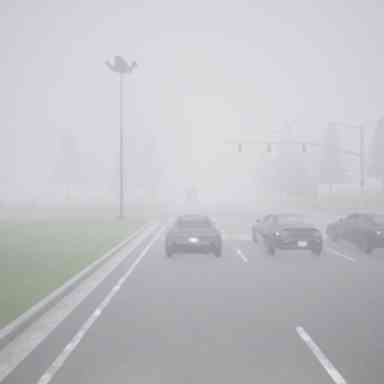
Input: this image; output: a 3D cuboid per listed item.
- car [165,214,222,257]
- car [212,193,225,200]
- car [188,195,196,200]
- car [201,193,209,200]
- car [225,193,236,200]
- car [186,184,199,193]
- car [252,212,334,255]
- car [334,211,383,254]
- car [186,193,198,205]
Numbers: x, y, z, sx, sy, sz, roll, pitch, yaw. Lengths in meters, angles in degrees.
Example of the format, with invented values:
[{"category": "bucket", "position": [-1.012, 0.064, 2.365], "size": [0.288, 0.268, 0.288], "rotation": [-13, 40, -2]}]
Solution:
[{"category": "car", "position": [0.063, 1.530, 12.790], "size": [1.994, 1.385, 4.181], "rotation": [0, 0, 0]}, {"category": "car", "position": [6.977, 1.293, 88.080], "size": [1.812, 1.442, 4.674], "rotation": [0, 0, 0]}, {"category": "car", "position": [-0.023, 1.364, 88.109], "size": [1.895, 1.301, 4.718], "rotation": [0, 0, 0]}, {"category": "car", "position": [3.477, 1.321, 88.080], "size": [1.994, 1.385, 4.181], "rotation": [0, 0, 0]}, {"category": "car", "position": [10.477, 1.293, 88.081], "size": [1.812, 1.442, 4.674], "rotation": [0, 0, 0]}, {"category": "car", "position": [0.053, -0.367, 60.494], "size": [2.150, 2.045, 5.566], "rotation": [-1, 11, 2]}, {"category": "car", "position": [3.565, 1.493, 12.971], "size": [1.812, 1.442, 4.674], "rotation": [0, 0, 0]}, {"category": "car", "position": [7.063, 1.491, 13.246], "size": [1.812, 1.442, 4.674], "rotation": [0, 0, 0]}, {"category": "car", "position": [-0.015, 1.401, 57.042], "size": [2.033, 1.411, 5.357], "rotation": [0, 0, 0]}]
